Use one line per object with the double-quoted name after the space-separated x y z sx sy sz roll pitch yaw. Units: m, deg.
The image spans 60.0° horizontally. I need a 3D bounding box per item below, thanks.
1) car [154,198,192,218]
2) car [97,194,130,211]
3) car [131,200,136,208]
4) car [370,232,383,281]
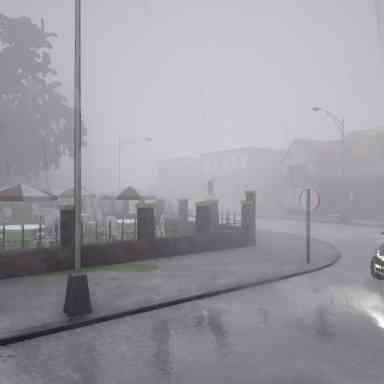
-1.965 1.352 30.252 2.097 1.767 4.553 0 0 -36 "car"
-10.082 1.224 41.638 2.150 2.045 5.566 0 0 -35 "car"
-10.012 1.478 48.730 1.882 1.535 5.008 0 0 -35 "car"
6.511 1.507 8.946 4.892 1.490 1.837 0 3 -45 "car"
